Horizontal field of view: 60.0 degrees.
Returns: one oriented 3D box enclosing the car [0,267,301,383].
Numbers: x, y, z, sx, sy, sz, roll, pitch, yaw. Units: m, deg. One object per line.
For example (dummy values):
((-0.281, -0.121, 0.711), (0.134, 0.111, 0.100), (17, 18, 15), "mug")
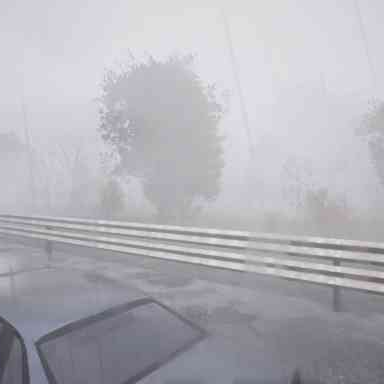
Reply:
((-1.619, 1.548, 3.323), (5.357, 1.411, 2.033), (0, 0, 37), "car")
